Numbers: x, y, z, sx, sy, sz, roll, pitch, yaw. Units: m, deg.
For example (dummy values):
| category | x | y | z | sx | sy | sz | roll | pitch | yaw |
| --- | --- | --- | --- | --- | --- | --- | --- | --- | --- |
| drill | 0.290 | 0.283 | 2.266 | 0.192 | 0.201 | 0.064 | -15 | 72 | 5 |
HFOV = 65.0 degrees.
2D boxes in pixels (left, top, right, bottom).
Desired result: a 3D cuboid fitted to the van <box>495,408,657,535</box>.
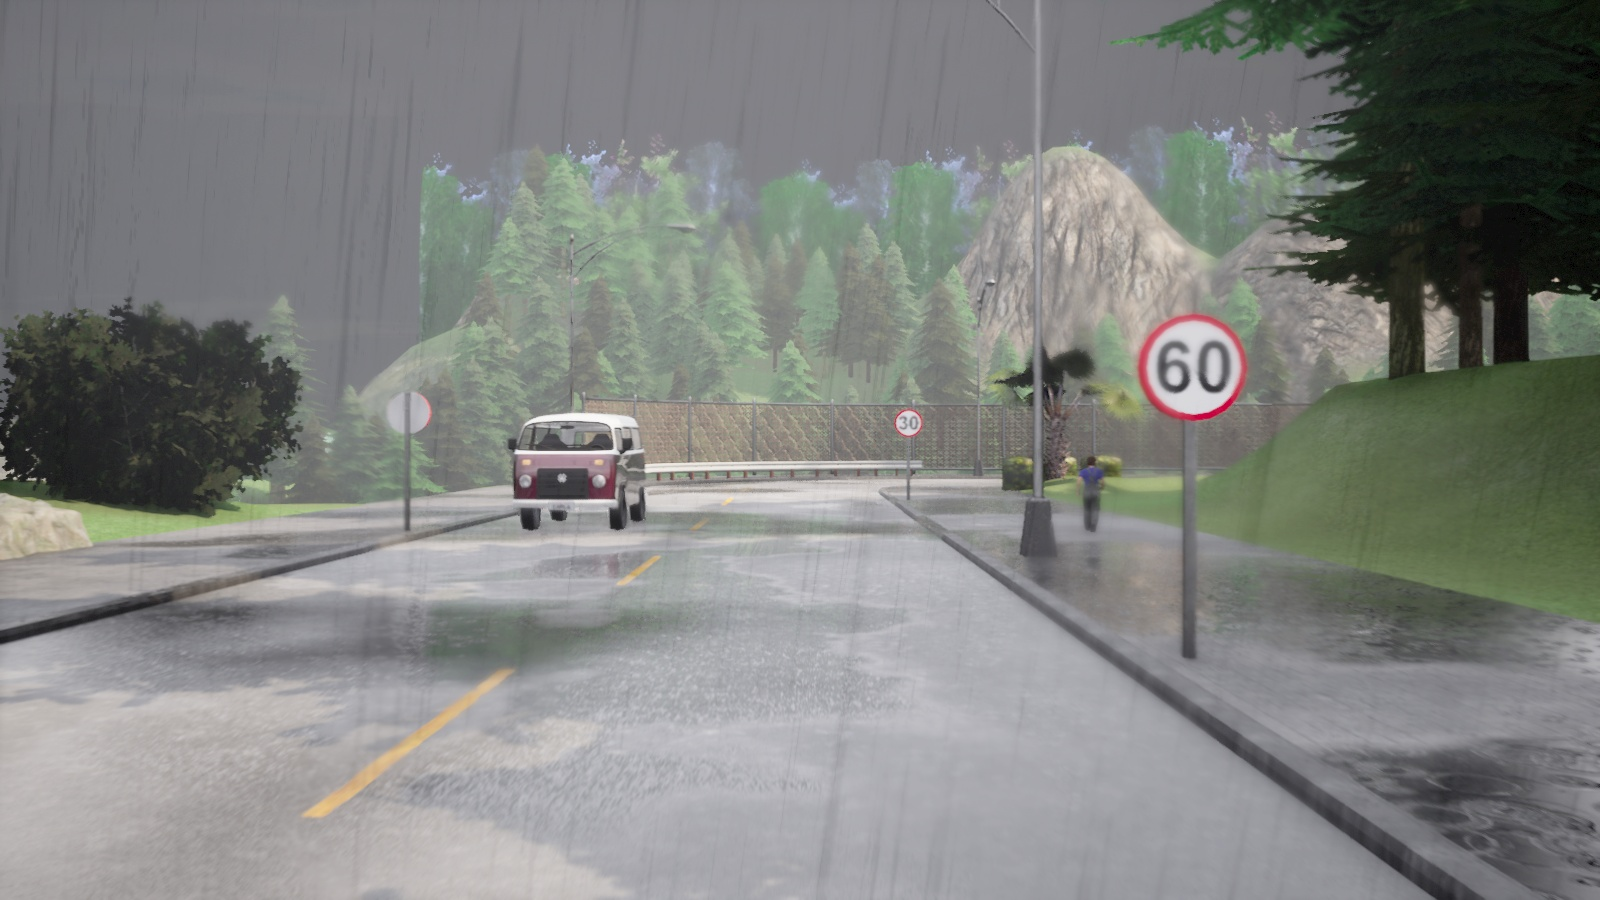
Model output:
| category | x | y | z | sx | sy | sz | roll | pitch | yaw |
| --- | --- | --- | --- | --- | --- | --- | --- | --- | --- |
| van | -3.855 | 0.340 | 22.420 | 2.069 | 2.038 | 4.480 | 0 | 0 | 0 |

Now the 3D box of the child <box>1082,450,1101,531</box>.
| category | x | y | z | sx | sy | sz | roll | pitch | yaw |
| --- | --- | --- | --- | --- | --- | --- | --- | --- | --- |
| child | 4.568 | 0.627 | 19.656 | 0.270 | 1.263 | 0.437 | 0 | 0 | 16 |
